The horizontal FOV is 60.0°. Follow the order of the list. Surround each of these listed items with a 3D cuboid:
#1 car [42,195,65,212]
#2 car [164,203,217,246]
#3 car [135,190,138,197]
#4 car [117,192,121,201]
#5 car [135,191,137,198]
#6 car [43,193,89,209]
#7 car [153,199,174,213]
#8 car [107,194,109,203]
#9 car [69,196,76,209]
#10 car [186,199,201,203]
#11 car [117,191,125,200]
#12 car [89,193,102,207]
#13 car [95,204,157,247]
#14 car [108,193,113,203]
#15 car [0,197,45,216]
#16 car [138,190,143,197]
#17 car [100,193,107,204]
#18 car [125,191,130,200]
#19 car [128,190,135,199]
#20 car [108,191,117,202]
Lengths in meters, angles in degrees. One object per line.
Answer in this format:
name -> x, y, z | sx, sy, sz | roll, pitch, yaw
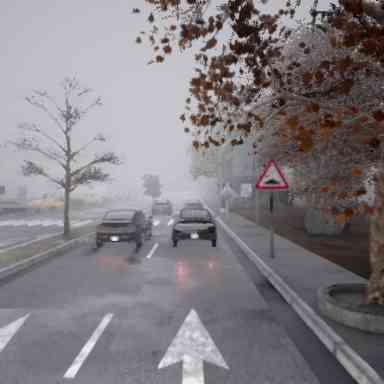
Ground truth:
car -> -16.998, 1.465, 37.298 | 5.366, 1.575, 1.946 | -1, 0, -20
car -> 0.105, 1.481, 15.128 | 2.128, 1.511, 4.902 | 0, 0, 0
car -> -16.957, 0.939, 82.331 | 5.366, 1.575, 1.946 | -1, 1, -20
car -> -16.803, 1.266, 64.396 | 4.674, 1.452, 2.002 | -1, 1, -20
car -> -16.612, 0.976, 79.465 | 5.366, 1.575, 1.946 | -1, 1, -20
car -> -16.798, 1.197, 43.389 | 5.566, 2.045, 2.435 | -1, 0, -20
car -> -2.889, 1.471, 32.922 | 2.128, 1.511, 4.902 | 0, 0, 0
car -> -16.835, 1.378, 55.372 | 4.792, 1.488, 2.163 | -1, 1, -20
car -> -16.828, 1.497, 40.371 | 4.674, 1.452, 2.002 | -1, 0, -20
car -> 0.111, 1.484, 33.006 | 1.837, 1.490, 4.892 | 0, 0, 0
car -> -16.791, 1.178, 67.395 | 5.008, 1.535, 2.097 | -1, 1, -20
car -> -16.643, 1.402, 49.444 | 5.366, 1.575, 1.946 | -1, 0, -20
car -> -2.896, 1.489, 14.872 | 1.837, 1.490, 4.892 | 0, 0, 0
car -> -16.809, 1.356, 58.396 | 4.674, 1.452, 2.002 | -1, 0, -20
car -> -16.807, 1.502, 31.374 | 4.792, 1.488, 2.163 | -1, 0, -20
car -> -16.805, 0.606, 88.379 | 5.566, 2.045, 2.435 | -1, 1, -20
car -> -16.841, 1.130, 52.370 | 5.566, 2.045, 2.435 | -1, 1, -20
car -> -16.766, 1.107, 73.411 | 4.792, 1.488, 2.163 | -1, 1, -20
car -> -16.768, 0.778, 76.410 | 5.566, 2.045, 2.435 | -1, 1, -20
car -> -16.836, 1.146, 61.383 | 4.553, 1.767, 2.185 | -1, 1, -20
